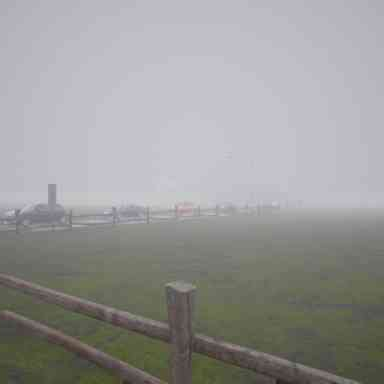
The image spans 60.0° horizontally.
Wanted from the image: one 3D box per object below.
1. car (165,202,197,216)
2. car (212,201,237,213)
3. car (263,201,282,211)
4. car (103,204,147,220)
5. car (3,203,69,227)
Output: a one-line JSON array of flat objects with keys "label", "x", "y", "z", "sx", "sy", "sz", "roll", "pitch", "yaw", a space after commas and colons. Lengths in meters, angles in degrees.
[{"label": "car", "x": -1.310, "y": 1.982, "z": 40.688, "sx": 2.097, "sy": 1.767, "sz": 4.553, "roll": -1, "pitch": -1, "yaw": 35}, {"label": "car", "x": 4.907, "y": 2.174, "z": 49.426, "sx": 2.097, "sy": 1.767, "sz": 4.553, "roll": -1, "pitch": -1, "yaw": 36}, {"label": "car", "x": 13.847, "y": 2.354, "z": 57.049, "sx": 2.097, "sy": 1.767, "sz": 4.553, "roll": -1, "pitch": -1, "yaw": 35}, {"label": "car", "x": -6.631, "y": 1.955, "z": 33.161, "sx": 2.128, "sy": 1.511, "sz": 4.902, "roll": -1, "pitch": -1, "yaw": 35}, {"label": "car", "x": -11.954, "y": 1.650, "z": 25.631, "sx": 2.097, "sy": 1.767, "sz": 4.553, "roll": -1, "pitch": -1, "yaw": 35}]
